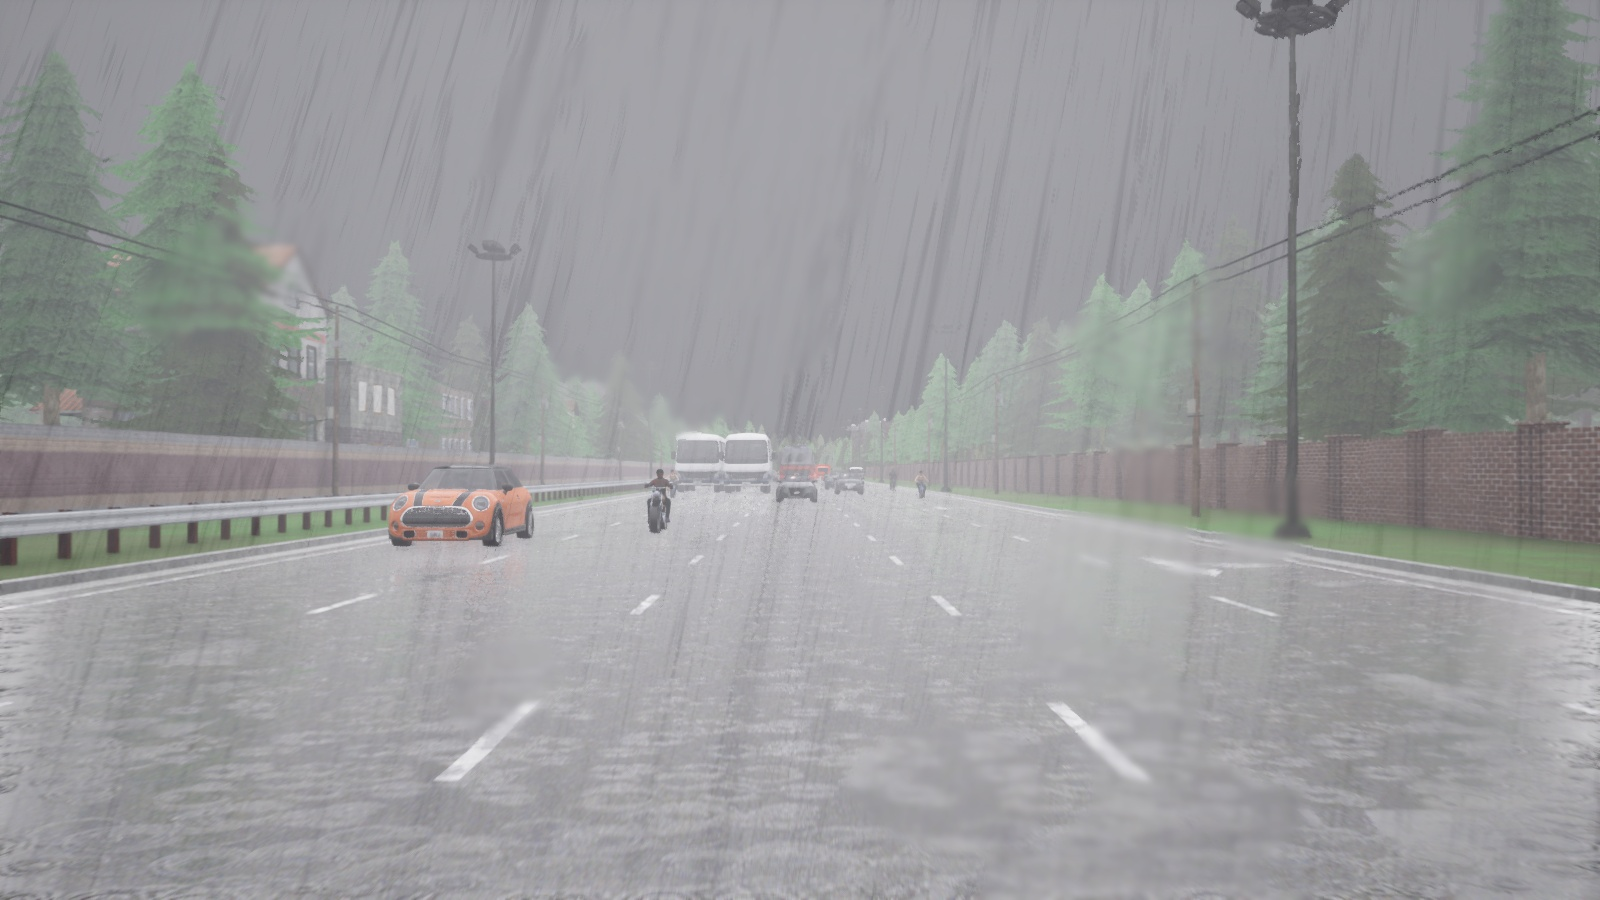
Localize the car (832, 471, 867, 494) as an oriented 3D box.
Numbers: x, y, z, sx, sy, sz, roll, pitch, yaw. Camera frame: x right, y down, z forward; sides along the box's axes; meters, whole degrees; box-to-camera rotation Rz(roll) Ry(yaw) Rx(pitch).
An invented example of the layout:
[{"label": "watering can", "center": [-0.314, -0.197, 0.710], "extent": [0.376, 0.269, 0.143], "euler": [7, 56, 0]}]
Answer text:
[{"label": "car", "center": [3.298, 2.165, 84.473], "extent": [2.128, 1.511, 4.902], "euler": [0, -1, 0]}]

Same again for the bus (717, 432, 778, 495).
[{"label": "bus", "center": [-3.675, 0.975, 90.951], "extent": [3.944, 4.253, 10.273], "euler": [-1, -1, 0]}]

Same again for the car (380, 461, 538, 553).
[{"label": "car", "center": [-7.064, 1.142, 26.541], "extent": [2.097, 1.767, 4.553], "euler": [0, -1, 0]}]

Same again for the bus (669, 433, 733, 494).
[{"label": "bus", "center": [-7.227, 1.013, 92.949], "extent": [3.944, 4.253, 10.273], "euler": [0, -1, 0]}]

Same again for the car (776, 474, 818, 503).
[{"label": "car", "center": [-0.150, 1.929, 63.056], "extent": [1.994, 1.385, 4.181], "euler": [0, -1, 0]}]

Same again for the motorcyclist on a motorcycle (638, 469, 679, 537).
[{"label": "motorcyclist on a motorcycle", "center": [-3.576, 1.310, 31.921], "extent": [0.766, 1.649, 2.350], "euler": [0, -1, 0]}]
